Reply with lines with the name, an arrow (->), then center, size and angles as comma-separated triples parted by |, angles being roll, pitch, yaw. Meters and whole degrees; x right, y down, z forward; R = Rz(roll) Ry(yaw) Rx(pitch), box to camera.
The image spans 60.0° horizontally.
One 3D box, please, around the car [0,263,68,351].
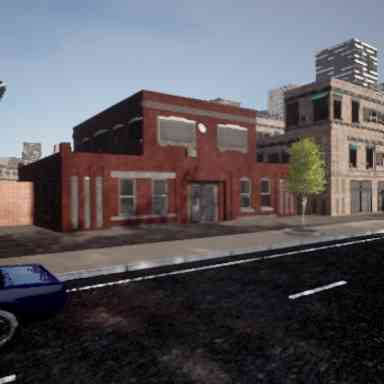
car -> -4.359, 1.602, 4.559 | 4.718, 1.301, 1.895 | 0, 0, -35
